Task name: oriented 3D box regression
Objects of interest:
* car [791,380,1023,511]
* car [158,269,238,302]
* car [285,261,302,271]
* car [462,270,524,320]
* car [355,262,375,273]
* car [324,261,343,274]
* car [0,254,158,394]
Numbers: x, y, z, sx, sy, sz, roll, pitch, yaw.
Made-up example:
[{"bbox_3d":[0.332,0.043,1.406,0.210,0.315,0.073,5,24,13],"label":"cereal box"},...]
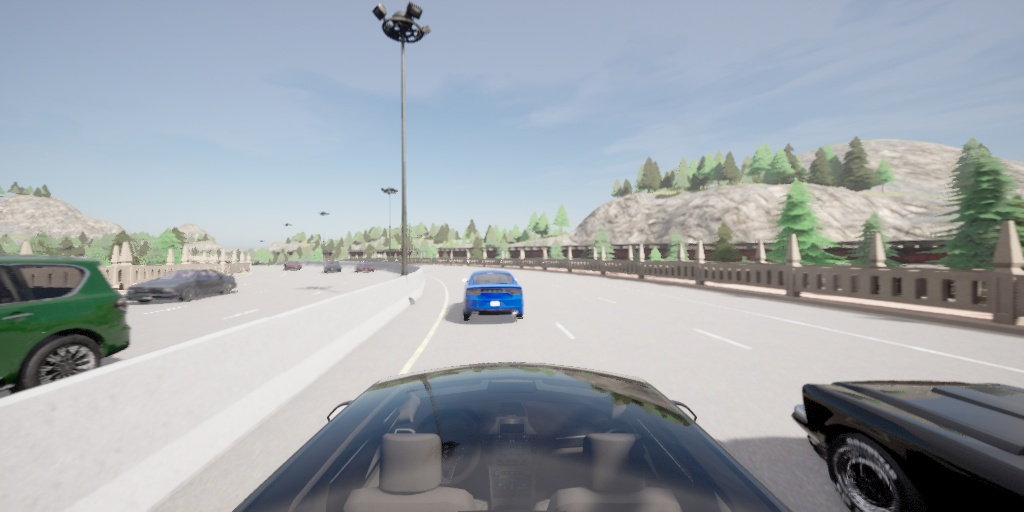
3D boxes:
[{"bbox_3d":[3.489,1.339,1.111,1.895,1.301,4.718,0,0,0],"label":"car"},{"bbox_3d":[-15.806,1.371,17.635,2.033,1.411,5.357,0,0,-11],"label":"car"},{"bbox_3d":[-33.665,1.454,55.146,1.882,1.535,5.008,-1,0,-38],"label":"car"},{"bbox_3d":[-0.751,1.221,12.787,1.882,1.535,5.008,0,0,-6],"label":"car"},{"bbox_3d":[-18.436,1.403,44.859,1.994,1.385,4.181,-1,0,-28],"label":"car"},{"bbox_3d":[-22.436,1.379,44.922,1.837,1.490,4.892,0,0,-30],"label":"car"},{"bbox_3d":[-7.213,0.998,3.460,2.150,2.045,5.566,0,0,-2],"label":"car"}]
